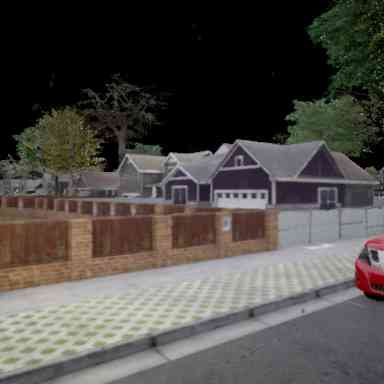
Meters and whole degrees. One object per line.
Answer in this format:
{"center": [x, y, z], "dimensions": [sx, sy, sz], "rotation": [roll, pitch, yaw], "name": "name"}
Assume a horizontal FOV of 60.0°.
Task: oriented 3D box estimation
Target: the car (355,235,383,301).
{"center": [5.855, 1.239, 7.250], "dimensions": [5.566, 2.045, 2.150], "rotation": [0, 0, -36], "name": "car"}
